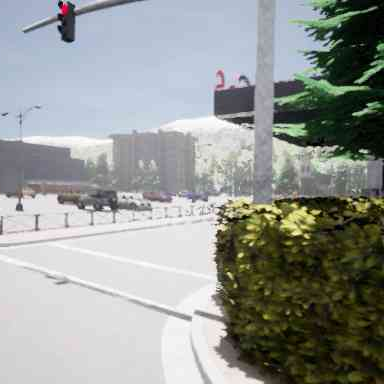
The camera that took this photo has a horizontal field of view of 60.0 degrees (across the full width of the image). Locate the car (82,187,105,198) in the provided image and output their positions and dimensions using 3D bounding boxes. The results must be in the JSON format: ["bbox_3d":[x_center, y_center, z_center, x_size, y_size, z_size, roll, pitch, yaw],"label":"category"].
[{"bbox_3d":[-17.596,0.004,59.152,3.866,1.878,1.905,2,1,35],"label":"car"}]

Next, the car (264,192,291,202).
[{"bbox_3d":[15.841,0.908,61.787,4.514,1.523,2.007,2,1,35],"label":"car"}]

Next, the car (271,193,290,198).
[{"bbox_3d":[14.068,0.901,59.199,5.027,1.636,2.152,2,1,35],"label":"car"}]

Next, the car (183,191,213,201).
[{"bbox_3d":[0.957,0.700,53.977,3.633,1.501,1.845,2,1,35],"label":"car"}]

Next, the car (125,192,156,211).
[{"bbox_3d":[-5.715,0.941,31.231,3.806,1.475,1.970,2,1,35],"label":"car"}]

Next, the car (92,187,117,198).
[{"bbox_3d":[-16.251,0.013,61.761,4.605,1.855,1.932,2,1,35],"label":"car"}]

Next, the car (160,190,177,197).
[{"bbox_3d":[-5.391,0.289,76.841,3.633,1.501,1.845,2,1,35],"label":"car"}]

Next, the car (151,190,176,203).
[{"bbox_3d":[-4.860,0.680,45.852,4.514,1.523,2.007,2,1,35],"label":"car"}]

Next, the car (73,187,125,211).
[{"bbox_3d":[-8.132,0.642,28.869,3.866,1.878,1.905,2,1,35],"label":"car"}]

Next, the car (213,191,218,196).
[{"bbox_3d":[4.906,0.417,90.943,4.892,1.490,1.837,2,1,35],"label":"car"}]

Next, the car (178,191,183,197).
[{"bbox_3d":[-1.066,0.486,70.118,3.806,1.475,1.970,2,1,35],"label":"car"}]

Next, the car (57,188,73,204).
[{"bbox_3d":[-12.645,0.464,36.102,4.605,1.855,1.932,2,1,35],"label":"car"}]

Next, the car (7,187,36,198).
[{"bbox_3d":[-25.002,0.084,48.719,5.027,1.636,2.152,2,1,35],"label":"car"}]
